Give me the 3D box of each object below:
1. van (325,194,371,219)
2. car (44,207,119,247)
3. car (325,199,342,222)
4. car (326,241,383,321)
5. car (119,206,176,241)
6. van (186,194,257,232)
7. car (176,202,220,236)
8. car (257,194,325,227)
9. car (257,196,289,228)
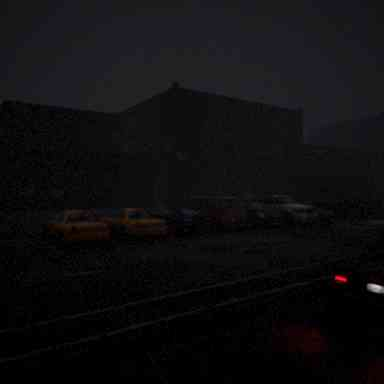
[{"bbox_3d":[12.524,1.168,28.086,1.878,1.987,4.442,0,0,-36],"label":"van"},{"bbox_3d":[-5.457,1.477,15.294,1.946,1.575,5.366,0,0,-36],"label":"car"},{"bbox_3d":[8.123,1.455,24.755,2.163,1.488,4.792,0,0,-36],"label":"car"},{"bbox_3d":[4.899,1.538,6.626,5.357,1.411,2.033,0,0,-36],"label":"car"},{"bbox_3d":[-3.213,1.472,16.901,1.946,1.575,5.366,0,0,-36],"label":"car"},{"bbox_3d":[1.446,1.234,19.866,1.878,1.987,4.442,0,0,-36],"label":"van"},{"bbox_3d":[-0.863,1.508,18.353,2.002,1.452,4.674,0,0,-36],"label":"car"},{"bbox_3d":[5.880,1.187,23.150,2.435,2.045,5.566,0,0,-36],"label":"car"},{"bbox_3d":[3.602,1.324,21.592,2.185,1.767,4.553,0,0,-36],"label":"car"}]
